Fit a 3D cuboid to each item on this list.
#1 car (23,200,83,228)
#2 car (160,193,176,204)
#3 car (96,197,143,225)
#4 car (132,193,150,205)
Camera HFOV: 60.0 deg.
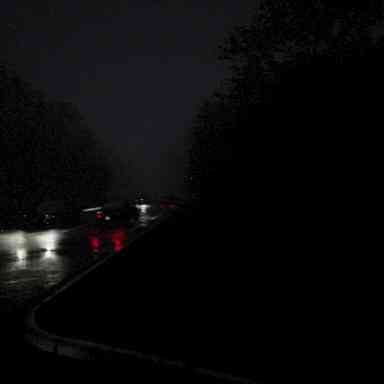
[{"bbox_3d":[-8.425,1.263,20.528,1.882,1.535,5.008,0,1,3],"label":"car"},{"bbox_3d":[-3.357,0.887,47.617,1.812,1.442,4.674,0,1,3],"label":"car"},{"bbox_3d":[-4.702,1.266,21.353,1.812,1.442,4.674,0,1,3],"label":"car"},{"bbox_3d":[-7.051,0.929,45.722,1.837,1.490,4.892,0,0,3],"label":"car"}]
